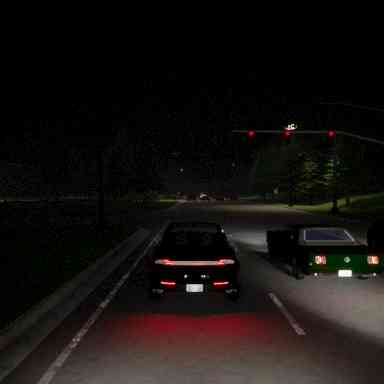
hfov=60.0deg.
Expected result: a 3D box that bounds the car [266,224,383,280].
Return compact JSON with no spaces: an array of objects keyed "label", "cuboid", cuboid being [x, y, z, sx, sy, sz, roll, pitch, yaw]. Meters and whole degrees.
[{"label":"car","cuboid":[3.562,1.601,9.931,1.895,1.301,4.718,0,0,0]}]

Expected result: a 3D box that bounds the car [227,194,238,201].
[{"label":"car","cuboid":[10.358,1.516,82.628,1.812,1.442,4.674,0,0,0]}]

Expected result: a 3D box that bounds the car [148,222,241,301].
[{"label":"car","cuboid":[0.057,1.491,8.334,2.128,1.511,4.902,0,0,0]}]

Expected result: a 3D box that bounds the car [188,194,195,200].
[{"label":"car","cuboid":[-0.159,1.310,92.613,1.882,1.535,5.008,0,0,0]}]

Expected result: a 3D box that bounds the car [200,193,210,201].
[{"label":"car","cuboid":[3.358,1.544,82.616,1.994,1.385,4.181,0,0,0]}]

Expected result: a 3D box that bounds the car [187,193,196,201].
[{"label":"car","cuboid":[-0.141,1.216,82.223,2.150,2.045,5.566,0,0,0]}]

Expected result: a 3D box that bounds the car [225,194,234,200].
[{"label":"car","cuboid":[10.341,1.332,92.632,1.837,1.490,4.892,0,0,0]}]

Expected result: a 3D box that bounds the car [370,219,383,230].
[{"label":"car","cuboid":[7.057,1.221,9.027,2.150,2.045,5.566,0,0,0]}]

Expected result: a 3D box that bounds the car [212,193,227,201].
[{"label":"car","cuboid":[6.859,1.531,82.206,2.033,1.411,5.357,0,0,0]}]

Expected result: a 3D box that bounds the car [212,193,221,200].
[{"label":"car","cuboid":[6.841,1.187,92.595,2.097,1.767,4.553,0,0,0]}]
